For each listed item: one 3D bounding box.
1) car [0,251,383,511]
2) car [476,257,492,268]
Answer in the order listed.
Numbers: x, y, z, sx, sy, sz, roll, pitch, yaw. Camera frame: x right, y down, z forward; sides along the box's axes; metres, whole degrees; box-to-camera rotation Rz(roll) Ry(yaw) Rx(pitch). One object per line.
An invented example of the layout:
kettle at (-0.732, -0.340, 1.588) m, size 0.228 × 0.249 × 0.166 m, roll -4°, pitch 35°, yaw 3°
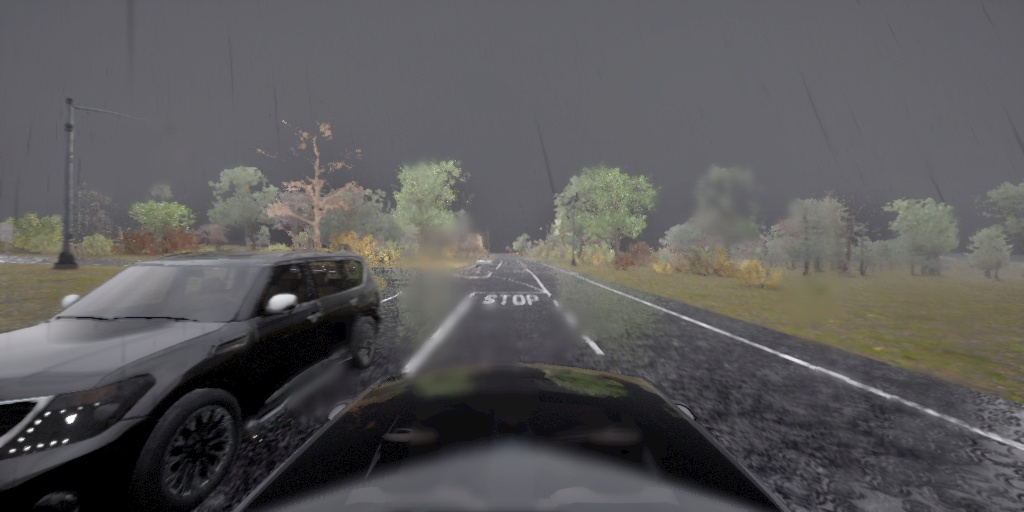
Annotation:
car at (-3.511, 0.951, 4.590) m, size 2.150 × 2.045 × 5.566 m, roll 0°, pitch 1°, yaw 0°
car at (-3.549, 0.794, 46.226) m, size 1.895 × 1.301 × 4.718 m, roll 0°, pitch 1°, yaw 0°
